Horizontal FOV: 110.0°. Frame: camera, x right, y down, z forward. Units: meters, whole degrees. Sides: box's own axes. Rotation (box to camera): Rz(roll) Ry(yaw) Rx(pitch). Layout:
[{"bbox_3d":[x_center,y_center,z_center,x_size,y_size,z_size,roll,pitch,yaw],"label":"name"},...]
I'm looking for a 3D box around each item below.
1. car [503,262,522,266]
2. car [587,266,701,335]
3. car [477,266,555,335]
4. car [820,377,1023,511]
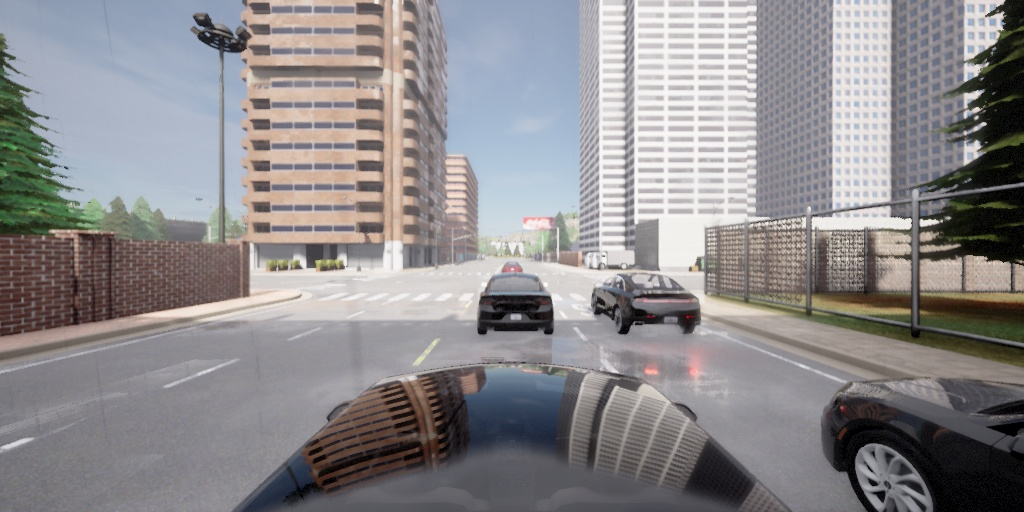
[{"bbox_3d":[0.029,1.248,36.424,1.994,1.385,4.181,0,0,0],"label":"car"},{"bbox_3d":[3.606,1.226,10.488,2.128,1.511,4.902,0,0,1],"label":"car"},{"bbox_3d":[0.084,1.212,10.488,1.882,1.535,5.008,0,0,0],"label":"car"},{"bbox_3d":[3.607,1.256,1.097,1.837,1.490,4.892,0,0,0],"label":"car"}]
